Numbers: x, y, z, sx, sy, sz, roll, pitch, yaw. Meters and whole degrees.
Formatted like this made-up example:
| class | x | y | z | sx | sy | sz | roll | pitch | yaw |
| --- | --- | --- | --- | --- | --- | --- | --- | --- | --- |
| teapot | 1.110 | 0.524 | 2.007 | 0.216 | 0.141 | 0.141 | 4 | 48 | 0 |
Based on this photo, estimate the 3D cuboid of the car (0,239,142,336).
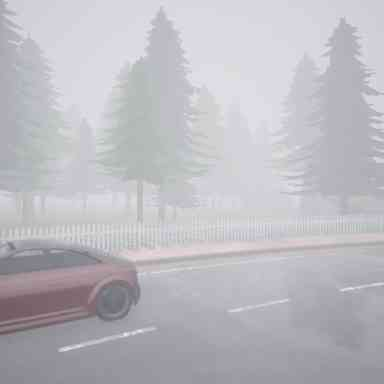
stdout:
| class | x | y | z | sx | sy | sz | roll | pitch | yaw |
| --- | --- | --- | --- | --- | --- | --- | --- | --- | --- |
| car | -3.017 | 1.564 | 5.803 | 4.181 | 1.385 | 1.994 | 0 | 0 | -32 |
